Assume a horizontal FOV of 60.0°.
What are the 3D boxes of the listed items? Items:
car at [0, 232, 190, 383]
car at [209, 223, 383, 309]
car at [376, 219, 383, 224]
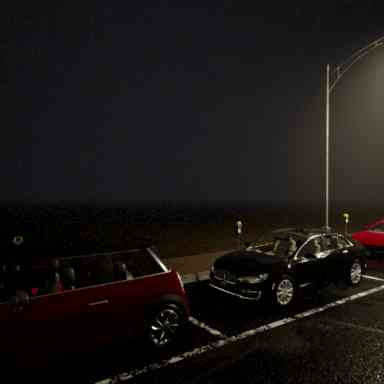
[{"bbox_3d":[-2.111,1.440,4.581,4.097,1.590,1.967,0,1,-35],"label":"car"},{"bbox_3d":[2.395,1.552,7.797,4.403,1.369,2.008,0,1,-35],"label":"car"},{"bbox_3d":[6.902,1.547,11.012,4.507,1.381,1.887,0,1,-35],"label":"car"}]
